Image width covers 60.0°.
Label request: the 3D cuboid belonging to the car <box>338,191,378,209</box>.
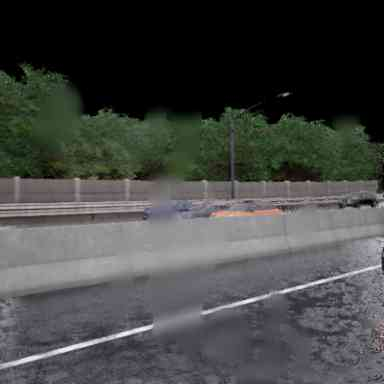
[{"bbox_3d":[19.220,0.941,38.380,5.566,2.045,2.150,-1,1,-33],"label":"car"}]

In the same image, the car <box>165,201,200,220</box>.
[{"bbox_3d":[1.063,1.444,21.826,4.902,1.511,2.128,0,0,-35],"label":"car"}]

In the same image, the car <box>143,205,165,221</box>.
[{"bbox_3d":[-1.184,1.430,24.526,5.008,1.535,1.882,0,0,-35],"label":"car"}]

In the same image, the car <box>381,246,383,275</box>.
[{"bbox_3d":[6.677,1.478,8.431,4.892,1.490,1.837,0,0,-35],"label":"car"}]

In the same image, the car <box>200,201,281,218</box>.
[{"bbox_3d":[3.059,1.306,18.948,4.553,1.767,2.097,0,0,-35],"label":"car"}]
